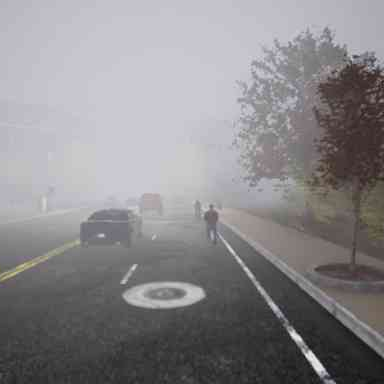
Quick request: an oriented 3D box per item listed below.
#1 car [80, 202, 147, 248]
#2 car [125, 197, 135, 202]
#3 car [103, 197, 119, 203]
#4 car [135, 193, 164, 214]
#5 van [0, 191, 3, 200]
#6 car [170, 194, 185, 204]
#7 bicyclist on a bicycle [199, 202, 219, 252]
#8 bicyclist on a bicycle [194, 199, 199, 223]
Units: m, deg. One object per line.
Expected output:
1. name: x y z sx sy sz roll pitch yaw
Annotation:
1. car: -3.351 1.426 14.597 1.882 1.535 5.008 0 0 -1
2. car: -8.177 1.393 46.545 1.994 1.385 4.181 0 0 -3
3. car: -11.509 1.376 47.754 2.033 1.411 5.357 0 0 -7
4. car: -4.032 1.099 33.419 2.150 2.045 5.566 0 0 -3
5. van: -33.292 0.714 54.713 3.998 1.788 1.690 1 -1 -33
6. car: -2.288 1.346 56.039 1.994 1.385 4.181 0 0 -5
7. bicyclist on a bicycle: 0.737 1.323 12.819 0.659 1.776 1.843 0 0 -1
8. bicyclist on a bicycle: 0.425 1.364 23.860 0.582 1.620 1.656 0 0 -2
